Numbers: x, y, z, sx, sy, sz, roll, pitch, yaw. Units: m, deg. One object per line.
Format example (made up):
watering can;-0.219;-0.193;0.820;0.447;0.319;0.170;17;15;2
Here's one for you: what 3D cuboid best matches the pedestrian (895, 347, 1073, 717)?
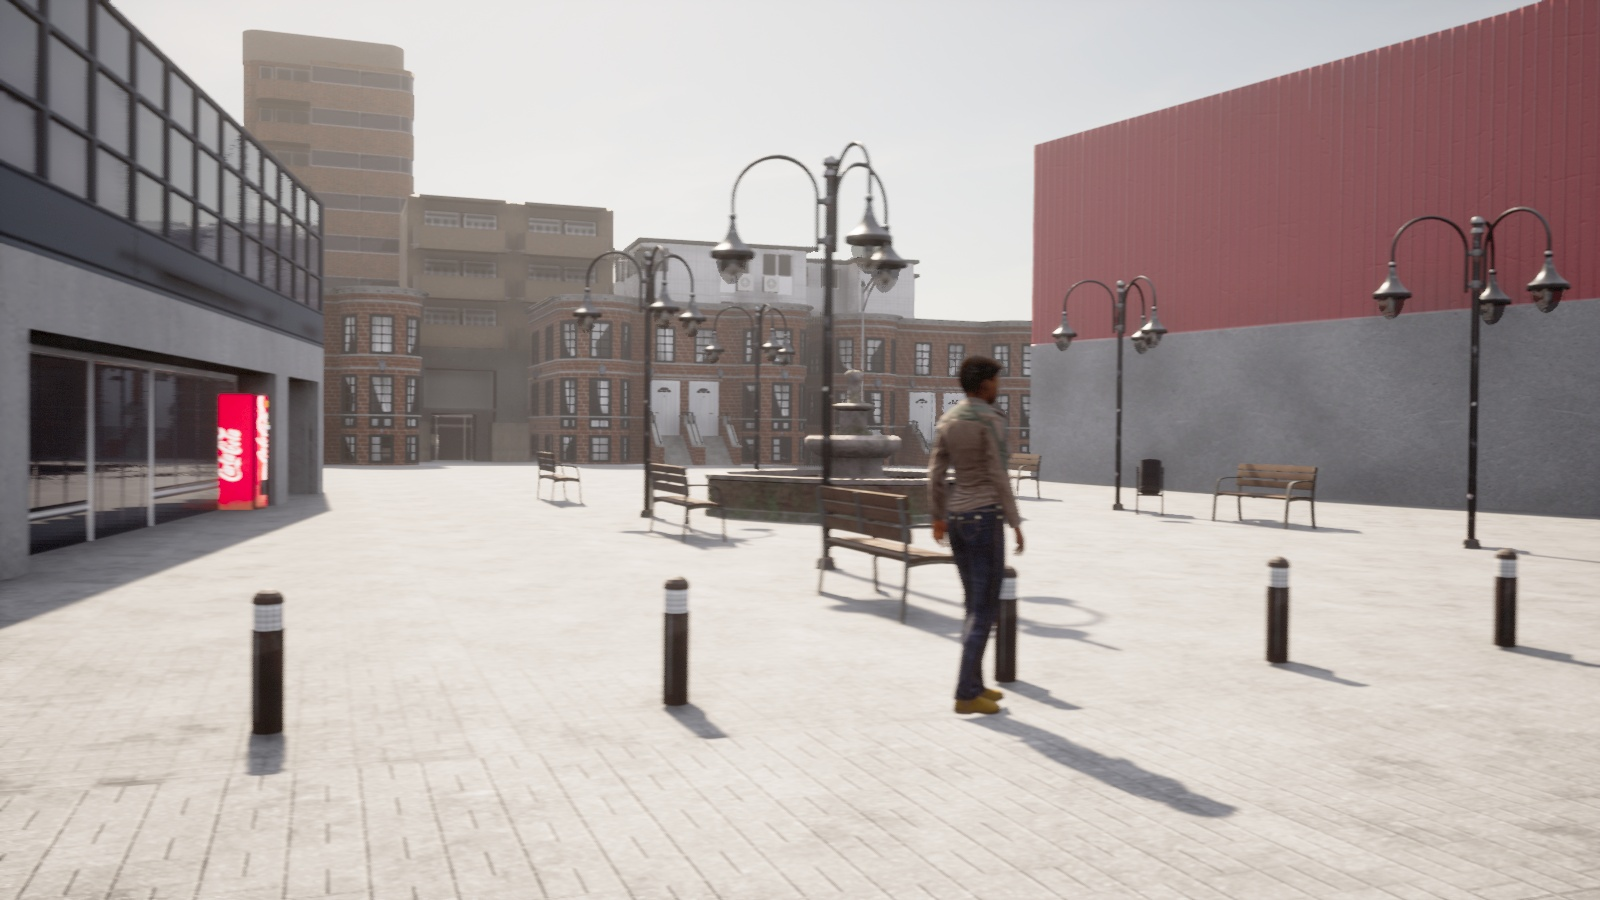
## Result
pedestrian;0.952;0.392;6.463;0.869;1.805;0.328;-1;1;-28
